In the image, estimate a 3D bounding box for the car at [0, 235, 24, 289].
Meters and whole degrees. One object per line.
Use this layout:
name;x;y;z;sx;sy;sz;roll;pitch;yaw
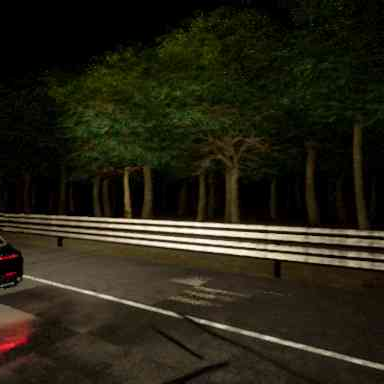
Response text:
car;-6.149;1.648;8.386;4.892;1.490;1.837;-1;-1;36
